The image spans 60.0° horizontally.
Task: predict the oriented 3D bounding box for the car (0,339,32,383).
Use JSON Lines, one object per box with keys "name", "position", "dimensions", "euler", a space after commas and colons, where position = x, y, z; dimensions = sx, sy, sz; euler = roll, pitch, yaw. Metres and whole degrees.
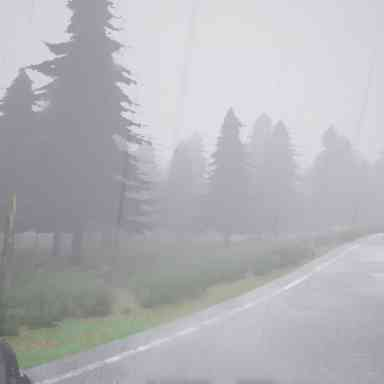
{"name": "car", "position": [-3.440, 1.633, 1.188], "dimensions": [5.357, 1.411, 2.033], "euler": [-1, -1, -33]}
